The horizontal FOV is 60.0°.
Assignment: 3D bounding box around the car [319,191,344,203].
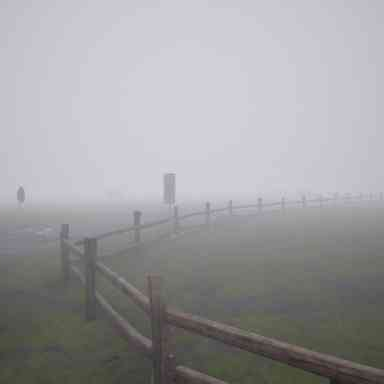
[{"bbox_3d":[19.560,0.673,46.615,5.008,1.535,1.882,-1,1,-43],"label":"car"}]
